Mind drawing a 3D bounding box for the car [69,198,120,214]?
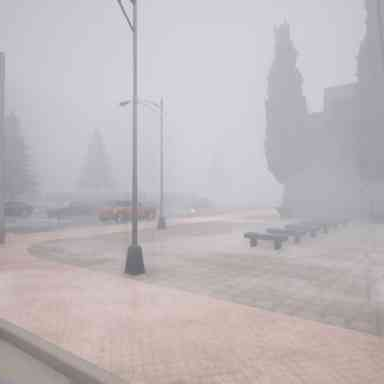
[{"bbox_3d":[-10.424,1.485,35.890,2.128,1.511,4.902,0,0,38],"label":"car"}]

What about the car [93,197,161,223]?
[{"bbox_3d":[-4.851,1.347,25.589,2.097,1.767,4.553,0,0,38],"label":"car"}]

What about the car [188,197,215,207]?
[{"bbox_3d":[1.493,1.557,51.303,1.994,1.385,4.181,0,0,38],"label":"car"}]

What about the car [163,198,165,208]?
[{"bbox_3d":[-5.438,1.558,36.612,1.994,1.385,4.181,0,0,38],"label":"car"}]

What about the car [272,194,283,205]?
[{"bbox_3d":[16.398,1.559,58.909,1.994,1.385,4.181,0,0,38],"label":"car"}]

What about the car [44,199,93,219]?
[{"bbox_3d":[-10.742,1.520,29.708,1.812,1.442,4.674,0,0,37],"label":"car"}]

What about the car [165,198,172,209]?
[{"bbox_3d":[-4.659,1.498,43.363,1.837,1.490,4.892,0,0,38],"label":"car"}]

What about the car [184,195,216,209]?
[{"bbox_3d":[0.902,1.499,44.834,1.837,1.490,4.892,0,0,38],"label":"car"}]

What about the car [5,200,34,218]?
[{"bbox_3d":[-16.207,1.498,28.462,1.837,1.490,4.892,0,0,39],"label":"car"}]
